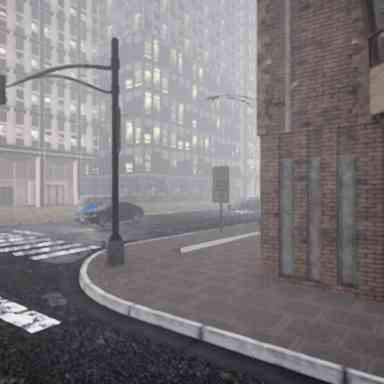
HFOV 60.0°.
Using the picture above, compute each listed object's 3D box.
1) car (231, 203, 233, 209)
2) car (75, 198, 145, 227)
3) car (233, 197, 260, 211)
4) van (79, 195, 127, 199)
[{"bbox_3d":[6.500,1.358,41.637,1.752,1.417,4.829,0,0,36],"label":"car"},{"bbox_3d":[-5.013,1.306,21.133,1.812,1.442,4.674,0,0,36],"label":"car"},{"bbox_3d":[6.758,1.384,37.533,1.994,1.385,4.181,0,0,36],"label":"car"},{"bbox_3d":[-6.340,1.128,23.731,1.690,1.788,3.998,0,0,36],"label":"van"}]
